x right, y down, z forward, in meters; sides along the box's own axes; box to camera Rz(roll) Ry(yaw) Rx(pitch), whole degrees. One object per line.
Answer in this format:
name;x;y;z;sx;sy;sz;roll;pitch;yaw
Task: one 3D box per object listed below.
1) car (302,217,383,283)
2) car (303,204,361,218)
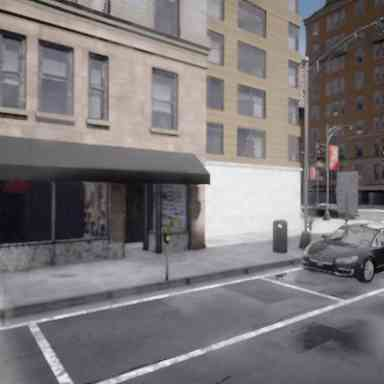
car;5.063;1.626;9.795;4.403;1.369;2.008;1;0;-35
car;12.604;1.738;30.060;1.895;1.301;4.718;1;0;-35
